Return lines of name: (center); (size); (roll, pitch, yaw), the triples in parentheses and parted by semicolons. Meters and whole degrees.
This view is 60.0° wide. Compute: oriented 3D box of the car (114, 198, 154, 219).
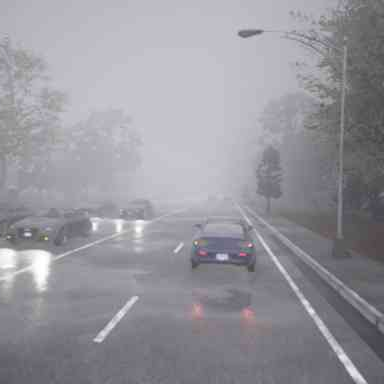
car: (-4.364, 1.279, 26.918); (1.837, 1.490, 4.892); (2, 1, 6)

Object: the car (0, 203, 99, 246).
car: (-5.776, 1.342, 13.996); (1.994, 1.385, 4.181); (2, 0, 5)

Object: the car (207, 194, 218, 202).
car: (4.535, 1.421, 76.051); (1.994, 1.385, 4.181); (2, 0, 6)

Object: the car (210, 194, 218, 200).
car: (5.614, 1.258, 86.028); (1.812, 1.442, 4.674); (2, 0, 6)

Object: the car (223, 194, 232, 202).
car: (7.974, 1.475, 75.296); (1.837, 1.490, 4.892); (2, 0, 6)

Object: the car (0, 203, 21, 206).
car: (-9.079, 1.237, 15.927); (1.994, 1.385, 4.181); (2, 0, 6)

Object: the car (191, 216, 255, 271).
car: (1.041, 1.519, 10.934); (1.812, 1.442, 4.674); (2, 0, 6)

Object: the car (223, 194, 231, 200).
car: (9.094, 1.317, 85.653); (1.882, 1.535, 5.008); (2, 0, 6)

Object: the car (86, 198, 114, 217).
car: (-7.776, 1.218, 27.925); (2.033, 1.411, 5.357); (2, 0, 6)
